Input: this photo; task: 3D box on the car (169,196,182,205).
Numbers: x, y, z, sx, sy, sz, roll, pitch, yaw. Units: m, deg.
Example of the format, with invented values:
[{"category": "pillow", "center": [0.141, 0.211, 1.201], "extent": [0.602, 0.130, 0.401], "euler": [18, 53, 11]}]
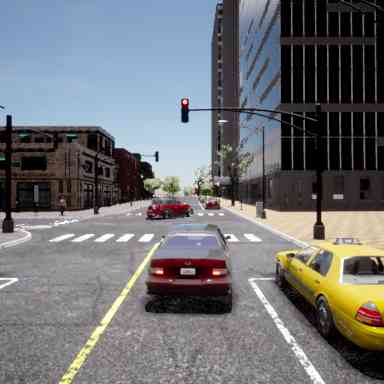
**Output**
[{"category": "car", "center": [-3.088, 1.515, 61.390], "extent": [2.128, 1.511, 4.902], "euler": [0, 0, 0]}]

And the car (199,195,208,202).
[{"category": "car", "center": [2.674, 1.556, 77.510], "extent": [1.752, 1.417, 4.829], "euler": [1, 0, 0]}]

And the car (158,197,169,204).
[{"category": "car", "center": [-5.703, 1.608, 66.280], "extent": [1.802, 1.307, 4.206], "euler": [1, 0, 0]}]

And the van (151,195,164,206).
[{"category": "van", "center": [-5.696, 1.362, 55.212], "extent": [1.690, 1.788, 3.998], "euler": [1, 0, 0]}]

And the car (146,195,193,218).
[{"category": "car", "center": [-1.880, 1.362, 29.311], "extent": [2.097, 1.767, 4.553], "euler": [0, 0, 36]}]

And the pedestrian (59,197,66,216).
[{"category": "pedestrian", "center": [-12.556, 1.369, 32.120], "extent": [0.375, 1.860, 0.375], "euler": [0, 0, 1]}]

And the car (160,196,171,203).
[{"category": "car", "center": [-5.705, 1.594, 71.815], "extent": [1.947, 1.339, 4.313], "euler": [1, 0, 0]}]

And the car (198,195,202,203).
[{"category": "car", "center": [2.676, 1.553, 71.976], "extent": [1.752, 1.417, 4.829], "euler": [1, 0, 0]}]

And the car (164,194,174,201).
[{"category": "car", "center": [-5.705, 1.348, 82.883], "extent": [2.192, 1.841, 5.009], "euler": [1, 0, 0]}]

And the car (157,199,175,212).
[{"category": "car", "center": [-3.138, 1.562, 41.114], "extent": [2.033, 1.411, 5.357], "euler": [0, 0, -3]}]

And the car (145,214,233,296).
[{"category": "car", "center": [0.072, 1.550, 8.803], "extent": [2.033, 1.411, 5.357], "euler": [0, 0, 3]}]

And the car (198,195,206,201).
[{"category": "car", "center": [2.670, 1.580, 88.410], "extent": [1.887, 1.381, 4.507], "euler": [1, 0, 0]}]

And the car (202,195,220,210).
[{"category": "car", "center": [2.687, 1.456, 44.131], "extent": [1.967, 1.590, 4.097], "euler": [1, 0, 0]}]

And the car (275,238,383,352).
[{"category": "car", "center": [2.836, 1.527, 6.353], "extent": [1.752, 1.417, 4.829], "euler": [1, 0, 0]}]
